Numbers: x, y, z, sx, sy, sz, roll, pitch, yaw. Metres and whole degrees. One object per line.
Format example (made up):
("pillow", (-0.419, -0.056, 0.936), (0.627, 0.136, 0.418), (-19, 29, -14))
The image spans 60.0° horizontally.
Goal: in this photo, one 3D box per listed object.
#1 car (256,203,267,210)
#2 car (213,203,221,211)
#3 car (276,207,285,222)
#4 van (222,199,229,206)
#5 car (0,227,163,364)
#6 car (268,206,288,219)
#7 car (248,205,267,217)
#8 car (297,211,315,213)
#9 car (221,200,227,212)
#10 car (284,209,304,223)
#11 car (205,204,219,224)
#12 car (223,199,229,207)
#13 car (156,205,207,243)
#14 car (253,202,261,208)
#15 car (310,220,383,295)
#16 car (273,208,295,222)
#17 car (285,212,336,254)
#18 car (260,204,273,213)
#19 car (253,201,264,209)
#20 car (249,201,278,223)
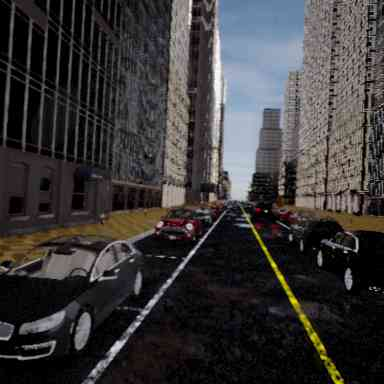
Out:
("car", (15.170, 3.150, 72.684), (1.752, 1.417, 4.829), (3, -1, 8))
("car", (1.634, 2.021, 34.169), (1.887, 1.381, 4.507), (3, -1, 8))
("car", (9.929, 2.435, 33.043), (1.887, 1.381, 4.507), (3, -1, 8))
("van", (9.101, 2.867, 90.563), (1.690, 1.788, 3.998), (3, -1, 8))
("car", (-2.094, 1.512, 5.974), (2.008, 1.369, 4.403), (3, -1, 8))
("car", (11.420, 2.648, 44.321), (2.008, 1.369, 4.403), (3, -1, 8))
("car", (8.821, 2.522, 45.194), (2.033, 1.411, 5.357), (3, -1, 8))
("car", (8.437, 2.234, 21.765), (2.008, 1.369, 4.403), (3, -1, 8))
("car", (3.871, 2.333, 51.087), (1.887, 1.381, 4.507), (3, -1, 8))
("car", (9.189, 2.227, 27.404), (1.967, 1.590, 4.097), (3, -1, 8))
("car", (0.889, 1.924, 28.530), (2.008, 1.369, 4.403), (3, -1, 8))
("car", (8.344, 2.970, 84.921), (2.008, 1.369, 4.403), (3, -1, 8))
("car", (-0.596, 1.607, 17.254), (1.967, 1.590, 4.097), (3, -1, 8))
("car", (17.383, 3.483, 89.432), (1.887, 1.381, 4.507), (3, -1, 8))
("car", (5.023, 1.874, 9.615), (1.837, 1.490, 4.892), (3, -1, 8))
("car", (10.672, 2.575, 38.682), (1.802, 1.307, 4.206), (3, -1, 8))
("car", (5.809, 1.982, 15.563), (1.837, 1.490, 4.892), (3, -1, 8))
("car", (13.655, 2.977, 61.237), (1.947, 1.339, 4.313), (3, -1, 8))
("car", (16.651, 3.148, 83.796), (2.192, 1.841, 5.009), (3, -1, 8))
("car", (7.434, 1.999, 34.465), (2.150, 2.045, 5.566), (3, -1, 8))
